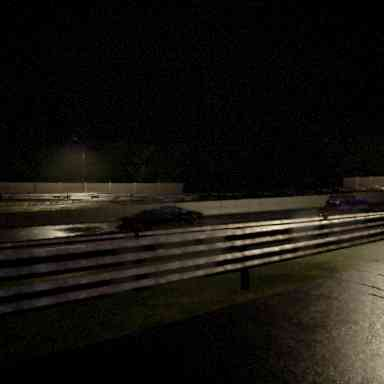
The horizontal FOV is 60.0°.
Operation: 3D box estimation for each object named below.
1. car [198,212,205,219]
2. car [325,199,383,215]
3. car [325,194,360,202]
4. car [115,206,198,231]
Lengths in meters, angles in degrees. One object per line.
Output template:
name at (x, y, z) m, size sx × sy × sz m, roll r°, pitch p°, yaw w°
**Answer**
car at (-1.694, 1.870, 27.536) m, size 5.357 × 1.411 × 2.033 m, roll -2°, pitch 2°, yaw -22°
car at (12.766, 1.549, 25.691) m, size 4.181 × 1.385 × 1.994 m, roll -3°, pitch 2°, yaw -21°
car at (16.090, 0.979, 34.498) m, size 4.553 × 1.767 × 2.097 m, roll -3°, pitch 2°, yaw -21°
car at (-2.637, 1.958, 23.399) m, size 5.357 × 1.411 × 2.033 m, roll -2°, pitch 2°, yaw -22°
